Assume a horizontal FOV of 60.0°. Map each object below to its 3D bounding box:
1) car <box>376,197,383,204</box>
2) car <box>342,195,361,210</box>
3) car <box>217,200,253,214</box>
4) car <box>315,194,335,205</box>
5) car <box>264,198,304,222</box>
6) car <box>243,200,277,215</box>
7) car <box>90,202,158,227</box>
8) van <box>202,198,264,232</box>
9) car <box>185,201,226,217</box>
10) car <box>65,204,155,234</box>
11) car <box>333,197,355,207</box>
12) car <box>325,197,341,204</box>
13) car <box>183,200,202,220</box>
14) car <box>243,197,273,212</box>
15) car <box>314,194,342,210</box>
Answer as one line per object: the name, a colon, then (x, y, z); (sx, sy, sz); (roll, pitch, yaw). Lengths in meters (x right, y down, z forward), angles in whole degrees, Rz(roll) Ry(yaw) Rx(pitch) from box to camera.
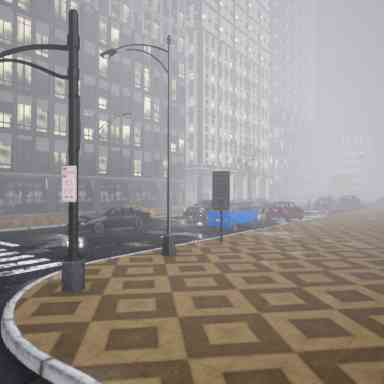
car: (38.092, 1.658, 66.582); (1.947, 1.339, 4.313); (0, 0, 38)
car: (21.131, 1.368, 44.534); (2.192, 1.841, 5.009); (0, 0, 38)
car: (4.708, 1.571, 36.110); (1.887, 1.381, 4.507); (0, 0, 38)
car: (25.063, 1.381, 62.569); (2.192, 1.841, 5.009); (0, 0, 38)
car: (7.561, 1.472, 26.894); (1.967, 1.590, 4.097); (0, 0, 38)
car: (7.303, 1.594, 35.417); (1.994, 1.385, 4.181); (0, 0, 38)
car: (-4.790, 1.540, 23.975); (1.752, 1.417, 4.829); (0, 0, 38)
van: (2.601, 1.368, 20.264); (1.690, 1.788, 3.998); (0, 0, 38)
car: (1.316, 1.604, 31.700); (1.802, 1.307, 4.206); (0, 0, 38)
car: (-4.723, 1.564, 19.806); (2.033, 1.411, 5.357); (0, 0, 38)
car: (23.991, 1.552, 52.291); (2.128, 1.511, 4.902); (0, 0, 37)
car: (28.455, 1.624, 66.978); (2.008, 1.369, 4.403); (0, 0, 38)
car: (1.253, 1.375, 27.567); (2.097, 1.767, 4.553); (0, 0, 38)
car: (8.101, 1.471, 40.520); (1.967, 1.590, 4.097); (0, 0, 38)
car: (17.940, 1.400, 44.430); (2.097, 1.767, 4.553); (0, 0, 38)
